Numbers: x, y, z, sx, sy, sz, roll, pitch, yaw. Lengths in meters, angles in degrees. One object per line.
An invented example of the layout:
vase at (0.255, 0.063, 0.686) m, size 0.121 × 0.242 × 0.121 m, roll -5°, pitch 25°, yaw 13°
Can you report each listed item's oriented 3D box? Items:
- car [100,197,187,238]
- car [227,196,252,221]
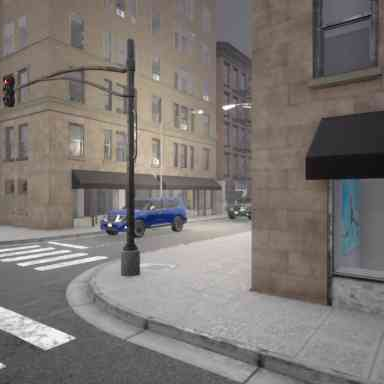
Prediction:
car at (-2.506, 1.316, 18.855) m, size 2.150 × 2.045 × 5.566 m, roll 0°, pitch 0°, yaw 35°
car at (5.289, 1.396, 29.826) m, size 2.150 × 2.045 × 5.566 m, roll 0°, pitch 0°, yaw 36°
